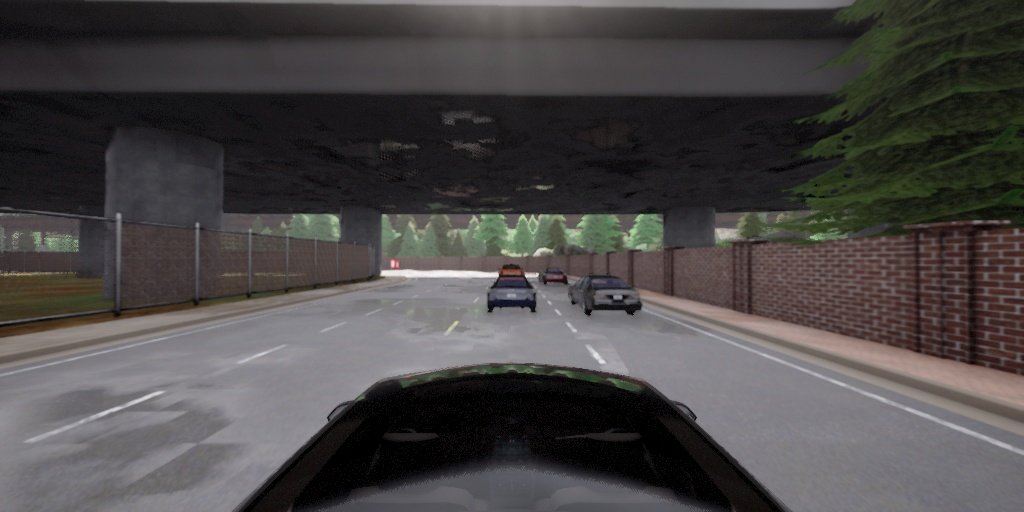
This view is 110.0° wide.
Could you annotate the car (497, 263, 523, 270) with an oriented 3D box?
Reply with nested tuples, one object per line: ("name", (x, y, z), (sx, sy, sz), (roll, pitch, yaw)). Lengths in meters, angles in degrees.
("car", (-0.136, 1.411, 30.245), (2.097, 1.767, 4.553), (0, -1, -3))

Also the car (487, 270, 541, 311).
("car", (0.009, 1.463, 15.328), (1.994, 1.385, 4.181), (0, -1, 1))

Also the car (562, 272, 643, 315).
("car", (3.500, 1.435, 14.344), (2.033, 1.411, 5.357), (0, -1, 0))

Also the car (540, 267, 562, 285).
("car", (3.363, 1.625, 30.273), (1.994, 1.385, 4.181), (0, -1, -3))
